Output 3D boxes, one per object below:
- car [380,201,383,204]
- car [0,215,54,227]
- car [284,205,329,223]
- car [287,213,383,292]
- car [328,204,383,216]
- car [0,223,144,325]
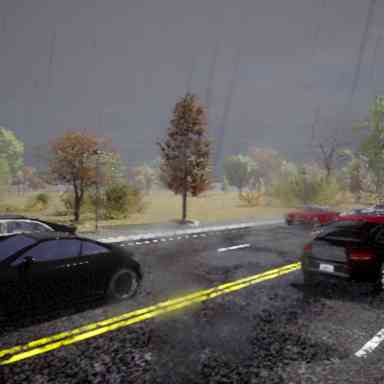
[{"bbox_3d":[20.073,1.546,33.599,5.357,1.411,2.033,0,1,-45],"label":"car"},{"bbox_3d":[-5.342,1.368,8.544,4.902,1.511,2.128,0,1,-45],"label":"car"},{"bbox_3d":[7.894,1.545,21.595,4.718,1.301,1.895,0,1,-45],"label":"car"},{"bbox_3d":[4.618,1.515,8.957,4.674,1.442,1.812,0,1,-45],"label":"car"},{"bbox_3d":[9.834,1.585,18.946,4.718,1.301,1.895,0,1,-45],"label":"car"},{"bbox_3d":[-2.983,1.483,6.307,4.181,1.385,1.994,0,1,-45],"label":"car"}]
